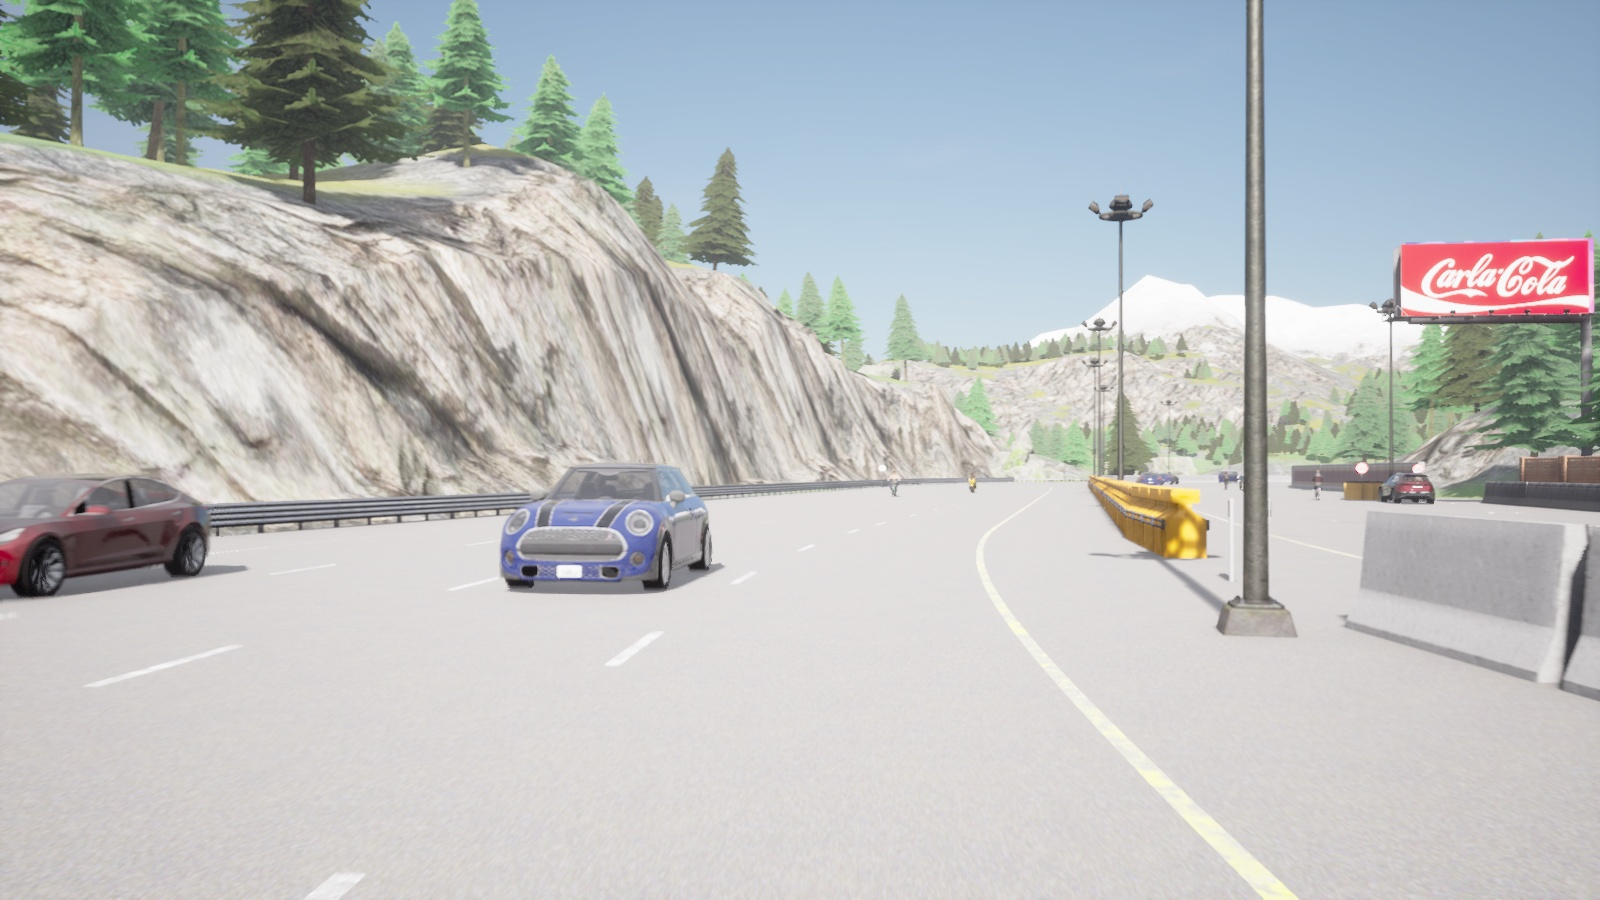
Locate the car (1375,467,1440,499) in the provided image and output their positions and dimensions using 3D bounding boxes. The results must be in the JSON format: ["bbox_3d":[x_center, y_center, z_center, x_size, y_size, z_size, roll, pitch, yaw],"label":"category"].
[{"bbox_3d":[32.264,1.746,66.826,2.033,1.649,4.856,0,-1,13],"label":"car"}]

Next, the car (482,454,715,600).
[{"bbox_3d":[-2.622,0.977,17.587,2.097,1.767,4.553,0,-1,6],"label":"car"}]

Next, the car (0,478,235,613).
[{"bbox_3d":[-9.769,1.127,16.519,2.163,1.488,4.792,0,-1,5],"label":"car"}]
